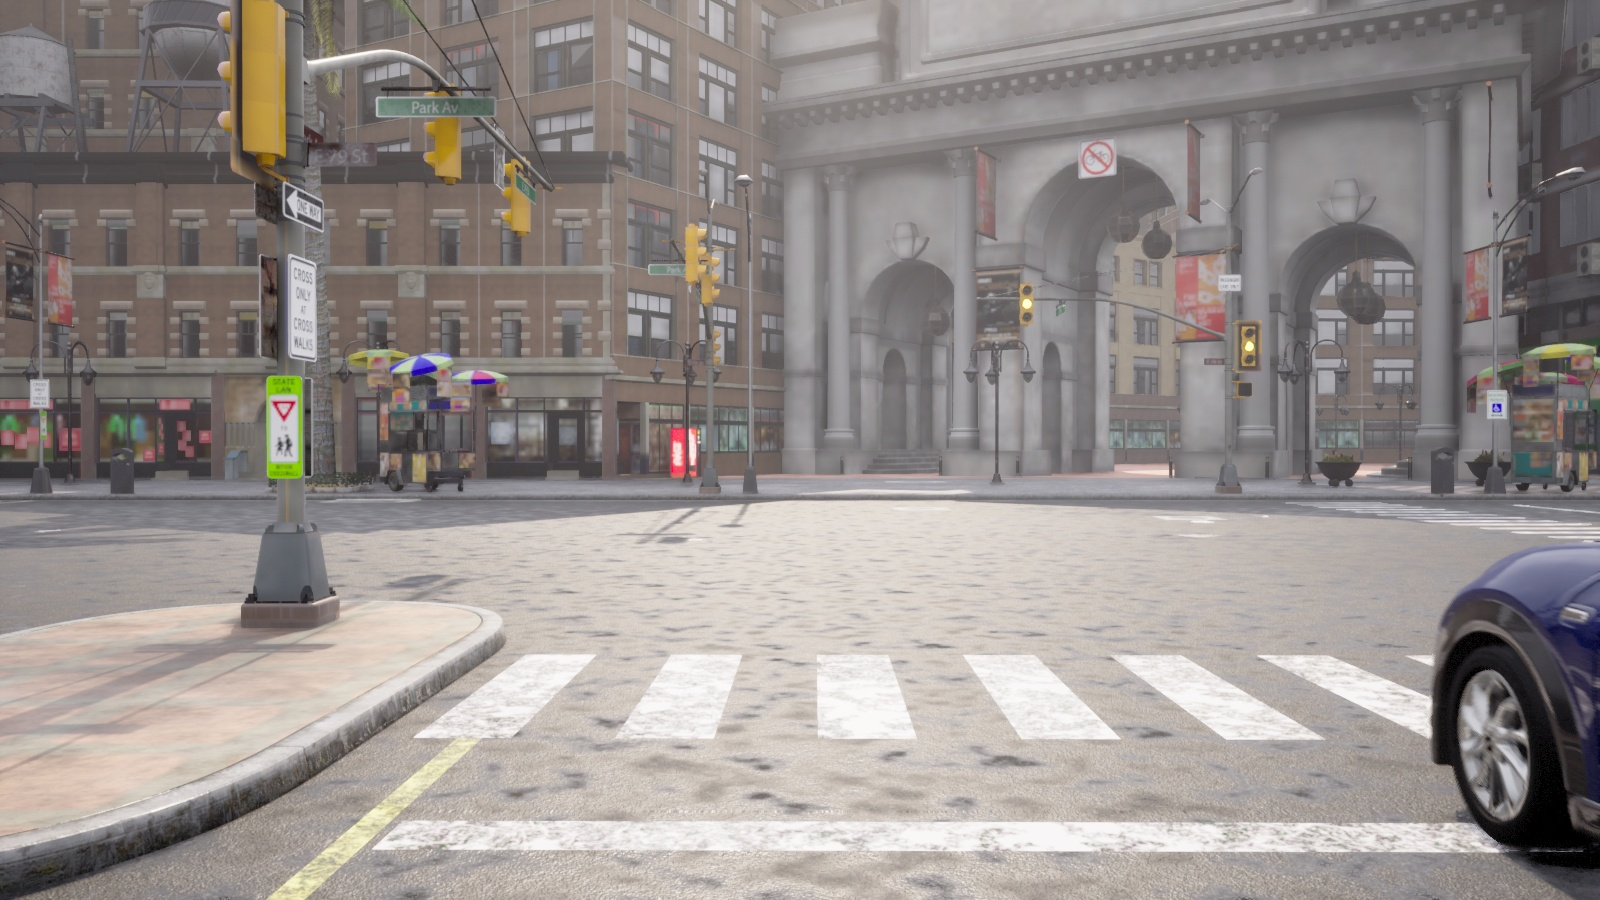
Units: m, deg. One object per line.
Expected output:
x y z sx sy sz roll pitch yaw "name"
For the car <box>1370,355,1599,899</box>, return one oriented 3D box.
3.560 0.588 3.322 2.097 1.767 4.553 0 0 1 "car"
